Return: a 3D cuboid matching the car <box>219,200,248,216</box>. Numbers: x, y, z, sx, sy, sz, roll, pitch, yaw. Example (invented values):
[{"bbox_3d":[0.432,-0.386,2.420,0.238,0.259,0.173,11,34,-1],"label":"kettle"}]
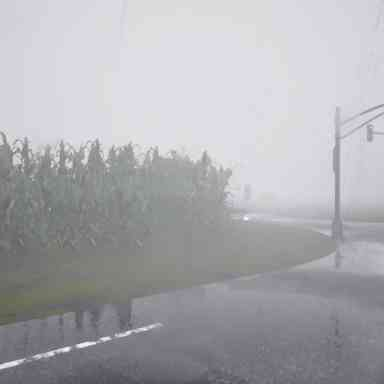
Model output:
[{"bbox_3d":[3.143,1.500,31.939,2.033,1.411,5.357,1,0,-26],"label":"car"}]
